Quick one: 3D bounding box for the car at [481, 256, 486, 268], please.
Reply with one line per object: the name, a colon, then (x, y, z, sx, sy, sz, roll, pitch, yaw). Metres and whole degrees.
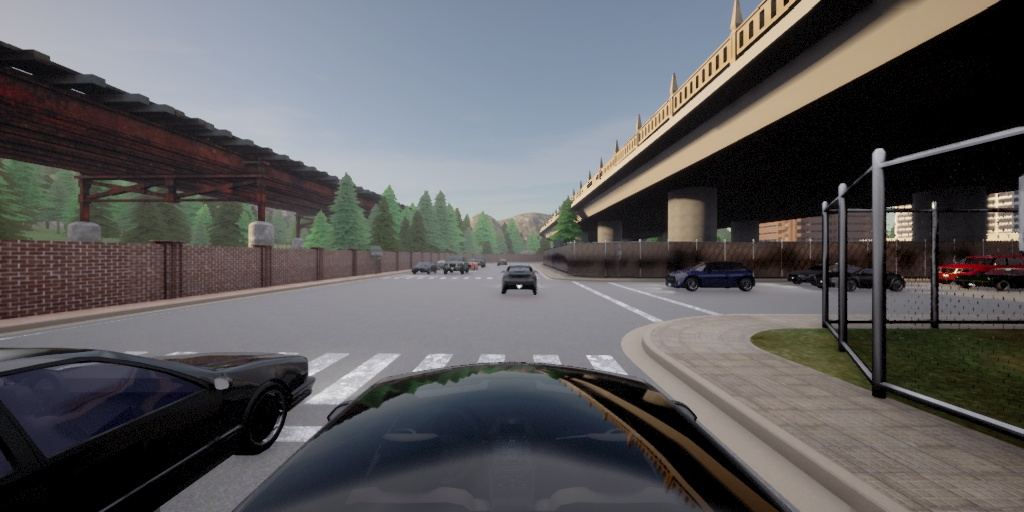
car: (-5.736, 0.970, 60.857, 2.150, 2.045, 5.566, 0, 0, 2)

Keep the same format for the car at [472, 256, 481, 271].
car: (-6.022, 1.100, 50.206, 2.097, 1.767, 4.553, 0, 0, 2)

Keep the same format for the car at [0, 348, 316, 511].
car: (-3.396, 1.297, 2.034, 2.033, 1.411, 5.357, 0, 0, 0)

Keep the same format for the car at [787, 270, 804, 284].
car: (21.576, 1.254, 24.450, 4.892, 1.490, 1.837, 0, 0, 1)

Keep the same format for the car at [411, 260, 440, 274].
car: (-9.727, 1.296, 40.453, 2.033, 1.411, 5.357, 0, 0, 1)

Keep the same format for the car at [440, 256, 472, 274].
car: (-6.227, 0.970, 40.560, 2.150, 2.045, 5.566, 0, 0, 1)

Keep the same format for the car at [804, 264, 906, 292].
car: (20.154, 1.313, 20.963, 4.181, 1.385, 1.994, 0, 0, 1)

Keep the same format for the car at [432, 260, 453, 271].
car: (-9.532, 1.274, 49.620, 1.812, 1.442, 4.674, 0, 0, 1)

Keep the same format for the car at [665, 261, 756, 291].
car: (11.515, 1.101, 21.062, 4.553, 1.767, 2.097, 0, 0, 1)

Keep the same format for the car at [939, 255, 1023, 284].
car: (32.250, 0.971, 24.331, 5.566, 2.045, 2.150, 0, 0, 1)

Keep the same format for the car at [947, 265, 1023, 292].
car: (28.996, 1.350, 20.869, 4.718, 1.301, 1.895, 0, 0, 1)

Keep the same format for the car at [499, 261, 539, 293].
car: (0.442, 1.256, 20.526, 1.837, 1.490, 4.892, 0, 0, 2)
